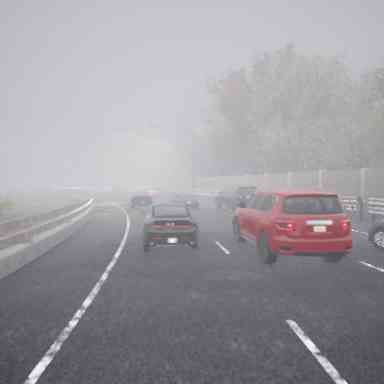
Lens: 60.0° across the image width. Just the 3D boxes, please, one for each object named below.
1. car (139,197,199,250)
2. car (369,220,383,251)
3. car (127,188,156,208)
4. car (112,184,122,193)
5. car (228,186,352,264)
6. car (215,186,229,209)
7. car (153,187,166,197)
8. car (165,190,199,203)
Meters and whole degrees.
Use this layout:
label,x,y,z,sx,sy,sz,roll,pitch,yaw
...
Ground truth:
label,x,y,z,sx,sy,sz,roll,pitch,yaw
car,-0.895,1.167,12.598,1.837,1.490,4.892,0,2,-7
car,7.482,1.232,9.782,1.837,1.490,4.892,0,2,-13
car,-4.975,0.650,31.216,1.882,1.535,5.008,0,2,-17
car,-18.198,-0.887,80.243,2.150,2.045,5.566,0,2,-10
car,2.882,0.926,10.807,2.150,2.045,5.566,0,2,-5
car,3.585,0.501,26.766,2.150,2.045,5.566,0,2,-14
car,-5.265,0.018,50.245,2.097,1.767,4.553,-1,2,-25
car,-0.812,0.777,29.471,1.994,1.385,4.181,0,2,-16
